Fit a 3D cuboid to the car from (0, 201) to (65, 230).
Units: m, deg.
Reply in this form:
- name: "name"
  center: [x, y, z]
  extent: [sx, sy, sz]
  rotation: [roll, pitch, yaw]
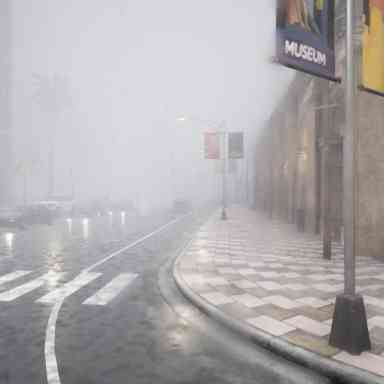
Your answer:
- name: "car"
  center: [-10.679, 1.545, 21.520]
  extent: [2.033, 1.411, 5.357]
  rotation: [0, 0, 6]

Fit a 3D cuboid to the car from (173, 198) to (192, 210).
- name: "car"
  center: [-1.197, 1.502, 41.901]
  extent: [1.882, 1.535, 5.008]
  rotation: [0, 0, 7]

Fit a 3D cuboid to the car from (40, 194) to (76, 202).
- name: "car"
  center: [-13.026, 1.218, 32.030]
  extent: [2.150, 2.045, 5.566]
  rotation: [0, 0, 7]

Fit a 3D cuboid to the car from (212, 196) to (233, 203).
- name: "car"
  center: [6.087, 1.498, 66.078]
  extent: [4.902, 1.511, 2.128]
  rotation: [0, -2, -37]

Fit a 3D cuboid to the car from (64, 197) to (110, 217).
- name: "car"
  center: [-9.630, 1.523, 30.890]
  extent: [1.812, 1.442, 4.674]
  rotation: [0, 0, 7]

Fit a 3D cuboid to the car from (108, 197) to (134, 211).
- name: "car"
  center: [-8.464, 1.522, 40.711]
  extent: [1.812, 1.442, 4.674]
  rotation: [0, 0, 7]
